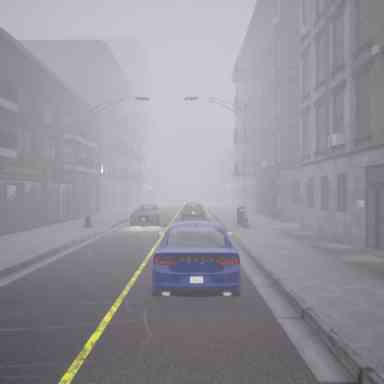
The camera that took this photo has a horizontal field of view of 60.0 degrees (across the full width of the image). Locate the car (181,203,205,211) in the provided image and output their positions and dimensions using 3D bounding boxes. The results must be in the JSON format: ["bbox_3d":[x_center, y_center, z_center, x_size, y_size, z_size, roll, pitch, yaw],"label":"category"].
[{"bbox_3d":[0.092,1.560,27.592,1.994,1.385,4.181,0,0,0],"label":"car"}]

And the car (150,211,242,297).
[{"bbox_3d":[0.096,1.478,8.637,1.882,1.535,5.008,0,0,0],"label":"car"}]

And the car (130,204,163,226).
[{"bbox_3d":[-3.105,1.561,23.409,1.994,1.385,4.181,0,0,0],"label":"car"}]
